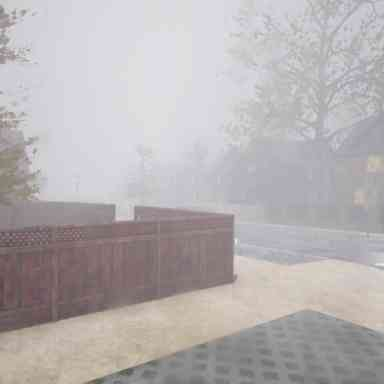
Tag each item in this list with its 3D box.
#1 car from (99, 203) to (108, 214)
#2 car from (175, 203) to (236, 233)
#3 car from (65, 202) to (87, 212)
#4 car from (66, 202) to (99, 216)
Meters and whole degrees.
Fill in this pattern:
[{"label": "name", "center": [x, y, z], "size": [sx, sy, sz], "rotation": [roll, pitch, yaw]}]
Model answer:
[{"label": "car", "center": [-11.943, 2.065, 42.204], "size": [1.812, 1.442, 4.674], "rotation": [2, -2, -34]}, {"label": "car", "center": [0.462, 1.520, 19.303], "size": [2.097, 1.767, 4.553], "rotation": [2, -2, -35]}, {"label": "car", "center": [-17.620, 2.267, 50.271], "size": [1.895, 1.301, 4.718], "rotation": [2, -2, -35]}, {"label": "car", "center": [-12.867, 1.913, 38.514], "size": [1.882, 1.535, 5.008], "rotation": [2, -2, -34]}]
